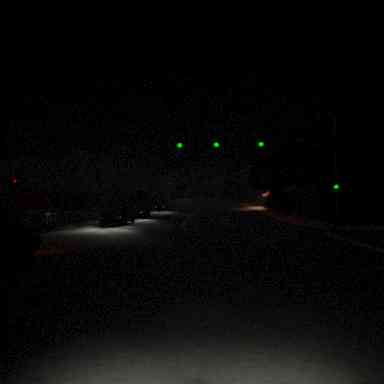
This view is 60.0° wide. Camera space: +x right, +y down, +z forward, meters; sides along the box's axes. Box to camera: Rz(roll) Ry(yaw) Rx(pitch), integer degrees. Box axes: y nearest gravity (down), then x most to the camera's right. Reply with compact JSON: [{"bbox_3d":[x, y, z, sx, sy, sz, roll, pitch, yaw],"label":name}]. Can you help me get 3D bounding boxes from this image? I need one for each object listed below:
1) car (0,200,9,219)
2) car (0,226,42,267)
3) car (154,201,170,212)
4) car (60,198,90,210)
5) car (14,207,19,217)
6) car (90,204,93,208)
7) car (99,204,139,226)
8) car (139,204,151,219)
[{"bbox_3d":[-20.068,1.677,31.006,4.605,1.855,1.932,0,-1,2],"label":"car"},{"bbox_3d":[-6.591,1.773,10.152,1.895,1.301,4.718,0,-1,2],"label":"car"},{"bbox_3d":[-4.502,2.123,50.658,1.882,1.535,5.008,0,-1,4],"label":"car"},{"bbox_3d":[-19.083,1.944,53.500,3.866,1.878,1.905,0,-1,2],"label":"car"},{"bbox_3d":[-19.889,1.713,33.895,3.866,1.878,1.905,0,-1,2],"label":"car"},{"bbox_3d":[-18.946,2.217,56.389,3.806,1.475,1.970,0,-1,2],"label":"car"},{"bbox_3d":[-6.006,1.850,27.061,1.882,1.535,5.008,0,-1,3],"label":"car"},{"bbox_3d":[-5.497,1.983,34.596,1.812,1.442,4.674,0,-1,4],"label":"car"}]
